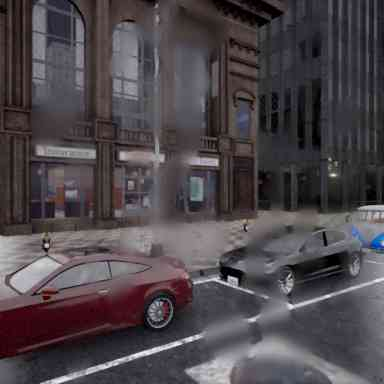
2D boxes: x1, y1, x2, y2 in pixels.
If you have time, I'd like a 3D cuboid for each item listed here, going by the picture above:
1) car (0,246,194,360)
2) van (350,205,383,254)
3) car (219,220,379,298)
[{"bbox_3d":[-1.912,1.582,5.284,4.206,1.307,1.802,0,0,-35],"label":"car"},{"bbox_3d":[7.252,1.341,11.787,3.998,1.788,1.690,0,0,-35],"label":"van"},{"bbox_3d":[2.670,1.566,8.535,4.313,1.339,1.947,0,0,-35],"label":"car"}]
